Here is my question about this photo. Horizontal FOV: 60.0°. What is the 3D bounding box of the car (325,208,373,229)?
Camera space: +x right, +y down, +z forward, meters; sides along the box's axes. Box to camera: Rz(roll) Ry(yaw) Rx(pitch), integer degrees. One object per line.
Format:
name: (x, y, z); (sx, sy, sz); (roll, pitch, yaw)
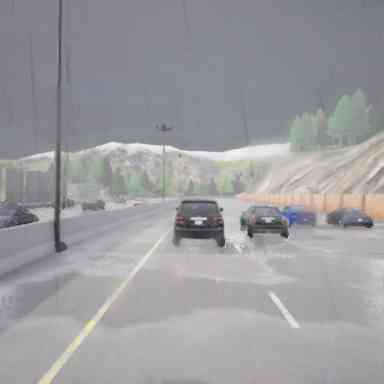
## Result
car: (11.165, 1.820, 23.931); (1.994, 1.385, 4.181); (1, 0, 2)

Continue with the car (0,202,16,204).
car: (-16.804, 1.594, 29.731); (1.994, 1.385, 4.181); (1, 0, 3)

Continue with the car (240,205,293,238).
car: (3.955, 1.508, 18.984); (2.097, 1.767, 4.553); (1, 0, 2)

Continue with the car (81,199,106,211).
car: (-12.605, 1.629, 42.865); (1.882, 1.535, 5.008); (1, 0, 3)

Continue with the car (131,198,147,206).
car: (-8.606, 1.751, 54.692); (1.882, 1.535, 5.008); (1, 1, 2)

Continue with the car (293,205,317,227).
car: (7.673, 1.705, 24.704); (1.882, 1.535, 5.008); (0, 0, 2)

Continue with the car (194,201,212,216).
car: (1.275, 1.773, 37.580); (1.812, 1.442, 4.674); (1, 0, 3)

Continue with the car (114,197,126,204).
car: (-15.189, 1.803, 70.282); (2.128, 1.511, 4.902); (1, 0, 1)

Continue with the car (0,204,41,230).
car: (-10.254, 1.585, 18.561); (1.994, 1.385, 4.181); (1, 0, 2)

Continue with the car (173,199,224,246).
car: (0.348, 1.327, 15.995); (2.150, 2.045, 5.566); (0, 0, 2)

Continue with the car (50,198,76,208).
car: (-19.297, 1.681, 50.064); (2.033, 1.411, 5.357); (1, 0, 3)

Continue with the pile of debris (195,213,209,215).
pile of debris: (1.112, 2.414, 36.251); (1.500, 0.140, 1.860); (1, 0, 3)
